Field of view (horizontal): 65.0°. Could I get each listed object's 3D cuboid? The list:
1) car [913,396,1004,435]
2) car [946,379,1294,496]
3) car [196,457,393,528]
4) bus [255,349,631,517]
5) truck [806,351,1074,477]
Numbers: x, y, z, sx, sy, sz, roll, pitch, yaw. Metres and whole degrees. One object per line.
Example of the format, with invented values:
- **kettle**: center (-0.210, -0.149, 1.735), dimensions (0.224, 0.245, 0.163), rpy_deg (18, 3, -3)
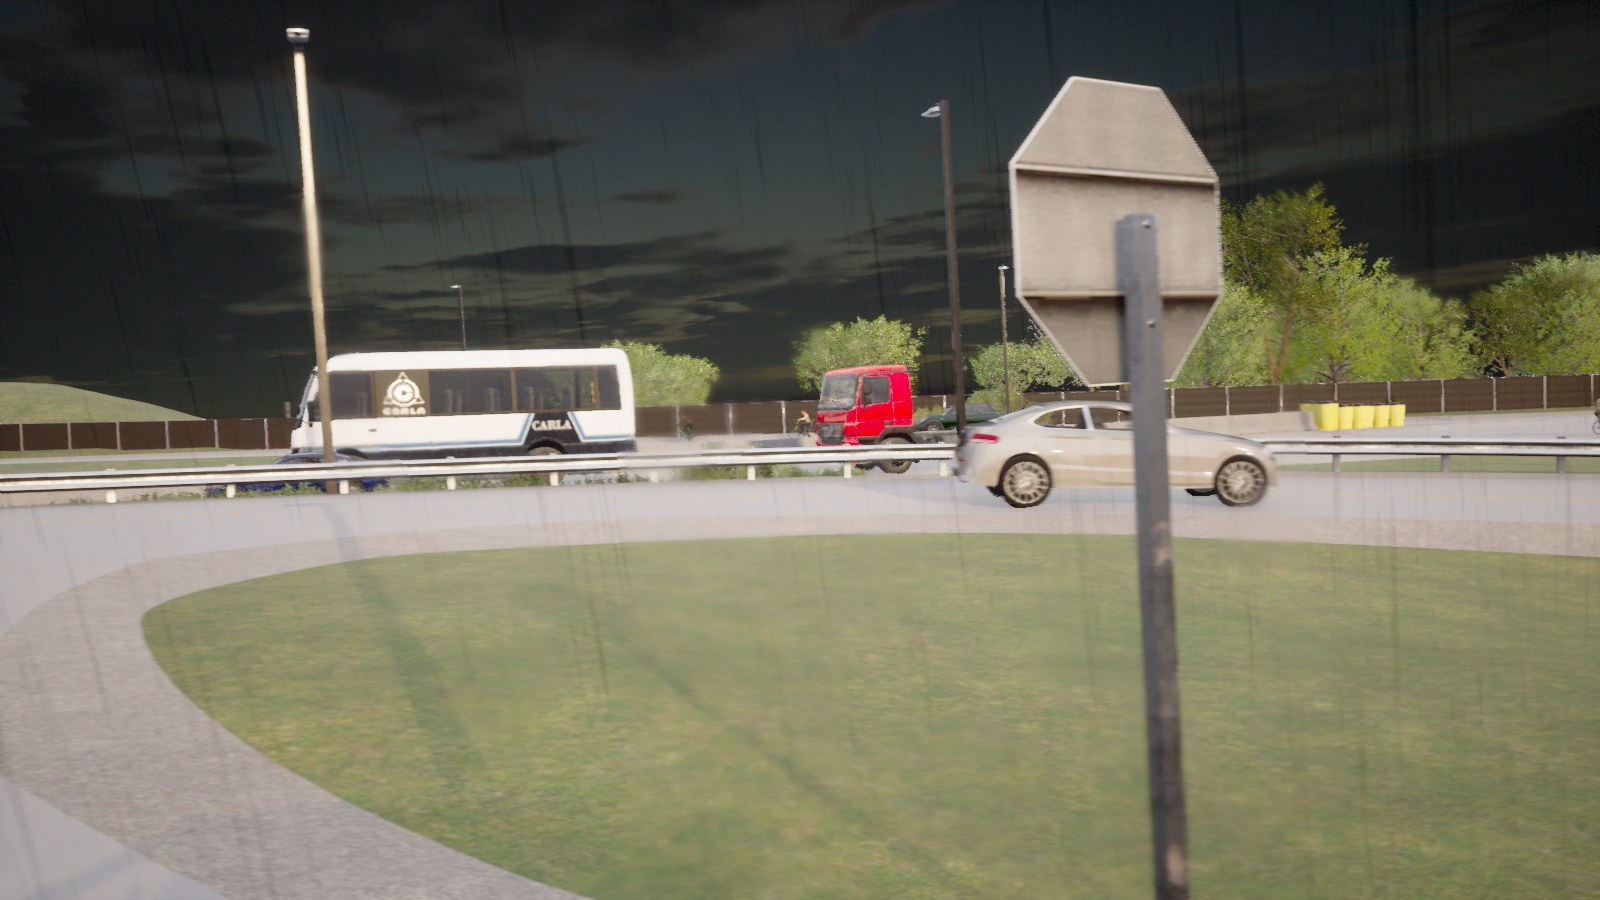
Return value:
- **car**: center (8.258, -1.805, 65.671), dimensions (4.553, 1.767, 2.097), rpy_deg (-3, 3, 4)
- **car**: center (4.986, -0.235, 20.141), dimensions (5.027, 1.651, 2.152), rpy_deg (-2, 3, 1)
- **car**: center (-13.425, 1.096, 33.548), dimensions (4.674, 1.442, 1.812), rpy_deg (-4, 2, -21)
- **bus**: center (-10.783, -0.630, 38.295), dimensions (10.273, 4.253, 3.944), rpy_deg (-4, 2, -21)
- **truck**: center (4.519, -1.209, 40.430), dimensions (7.936, 3.462, 2.891), rpy_deg (-4, 2, -21)
